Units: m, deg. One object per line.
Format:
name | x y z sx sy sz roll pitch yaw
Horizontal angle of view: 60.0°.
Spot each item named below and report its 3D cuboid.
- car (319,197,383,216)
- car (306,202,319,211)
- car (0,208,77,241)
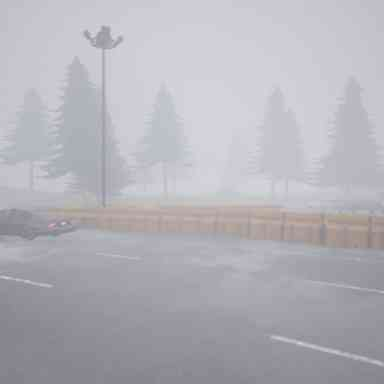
car | 14.198 1.338 29.109 4.902 1.511 2.128 0 0 -11
car | 13.645 1.302 32.563 5.008 1.535 1.882 0 0 -11
car | -8.099 1.454 15.863 5.357 1.411 2.033 0 0 22
